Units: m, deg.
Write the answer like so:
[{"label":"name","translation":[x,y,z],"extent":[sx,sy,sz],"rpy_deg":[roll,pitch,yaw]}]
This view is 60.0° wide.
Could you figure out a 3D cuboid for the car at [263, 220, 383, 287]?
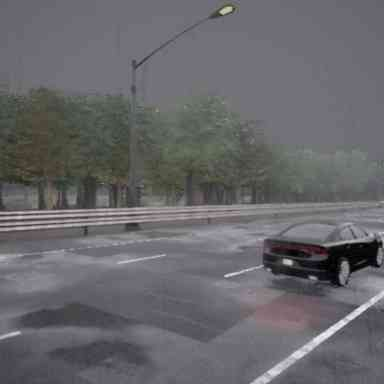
[{"label":"car","translation":[4.020,1.554,9.743],"extent":[1.882,1.535,5.008],"rpy_deg":[0,-1,44]}]
